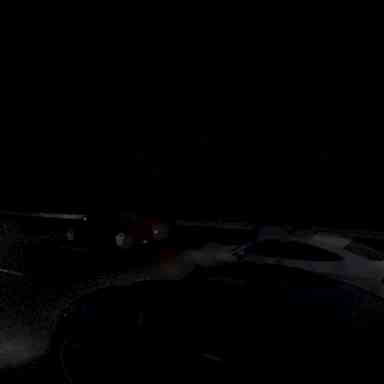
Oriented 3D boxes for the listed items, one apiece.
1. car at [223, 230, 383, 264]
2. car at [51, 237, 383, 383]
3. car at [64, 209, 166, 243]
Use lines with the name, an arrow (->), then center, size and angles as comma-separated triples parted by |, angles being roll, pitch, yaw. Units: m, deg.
car -> 1.907, 1.517, 6.810 | 4.674, 1.442, 1.812 | 0, 0, 35
car -> 0.457, 1.522, 3.563 | 4.674, 1.442, 1.812 | 0, 0, 35
car -> -3.486, 1.468, 14.552 | 5.008, 1.535, 1.882 | 0, 0, 32
